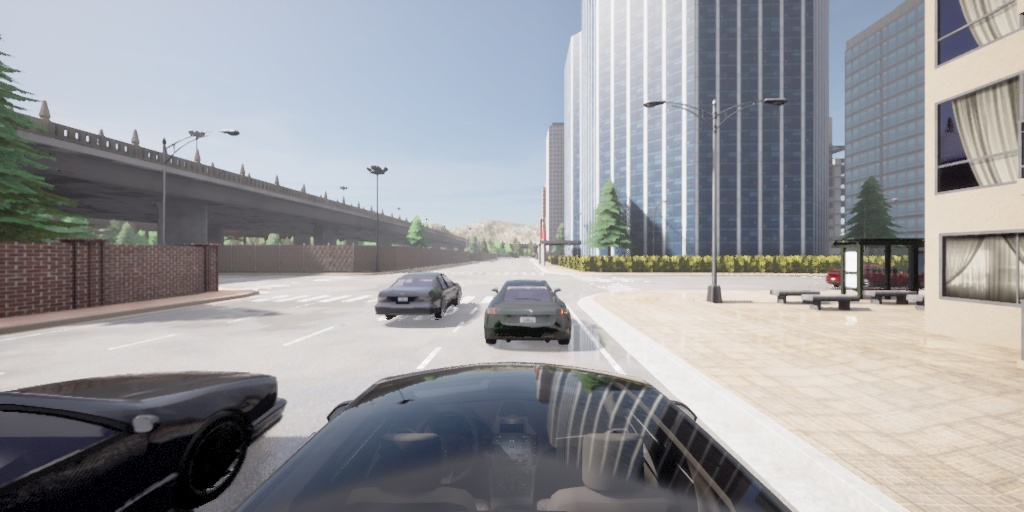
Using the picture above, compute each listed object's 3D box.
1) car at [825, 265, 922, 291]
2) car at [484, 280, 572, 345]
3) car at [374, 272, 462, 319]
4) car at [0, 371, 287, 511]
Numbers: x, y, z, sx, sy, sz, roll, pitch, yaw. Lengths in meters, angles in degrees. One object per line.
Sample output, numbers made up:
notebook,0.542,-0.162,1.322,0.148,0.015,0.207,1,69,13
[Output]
car,22.252,1.272,21.991,5.008,1.535,1.882,0,0,2
car,0.382,1.310,9.530,1.994,1.385,4.181,0,0,1
car,-3.075,1.292,12.787,2.033,1.411,5.357,0,0,1
car,-3.299,1.298,1.294,2.033,1.411,5.357,0,0,0
